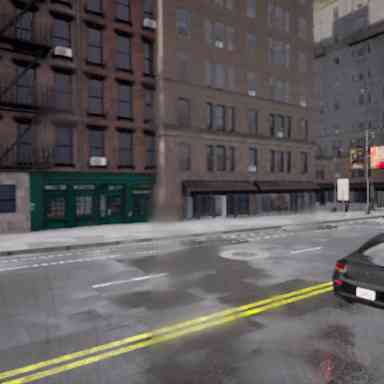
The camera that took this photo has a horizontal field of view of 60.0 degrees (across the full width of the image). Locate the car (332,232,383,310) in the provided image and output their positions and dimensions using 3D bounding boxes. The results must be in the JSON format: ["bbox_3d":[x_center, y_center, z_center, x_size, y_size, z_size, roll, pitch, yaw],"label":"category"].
[{"bbox_3d":[4.736,1.504,6.815,4.674,1.442,1.812,0,0,-35],"label":"car"}]
